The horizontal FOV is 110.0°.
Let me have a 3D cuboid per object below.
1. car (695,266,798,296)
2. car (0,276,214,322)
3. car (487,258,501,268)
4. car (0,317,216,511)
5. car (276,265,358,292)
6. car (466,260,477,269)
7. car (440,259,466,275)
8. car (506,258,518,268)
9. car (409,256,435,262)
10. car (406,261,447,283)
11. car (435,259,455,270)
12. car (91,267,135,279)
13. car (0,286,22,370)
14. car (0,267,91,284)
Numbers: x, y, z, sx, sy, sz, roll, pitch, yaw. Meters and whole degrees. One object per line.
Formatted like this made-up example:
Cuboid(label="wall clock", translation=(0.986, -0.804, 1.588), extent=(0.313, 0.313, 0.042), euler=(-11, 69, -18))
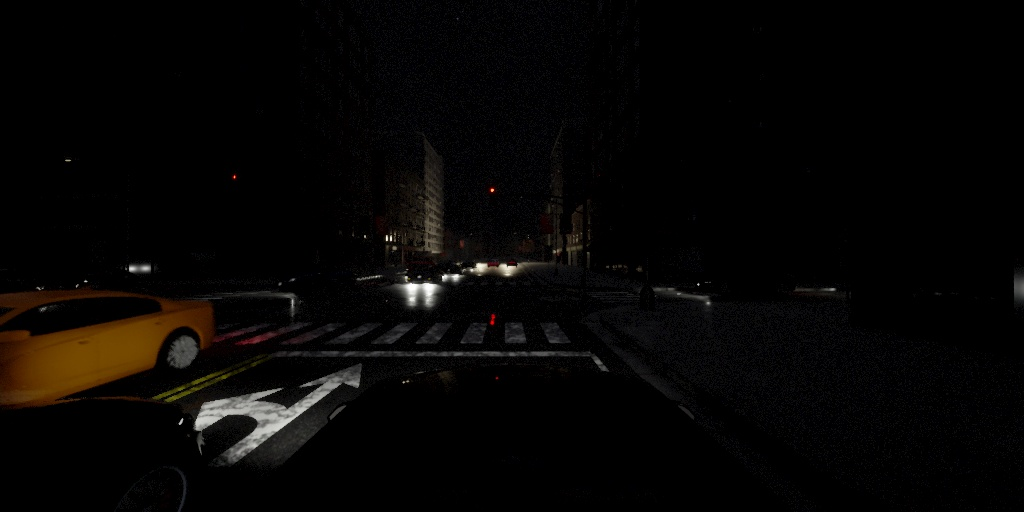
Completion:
Cuboid(label="car", translation=(12.452, 1.294, 19.242), extent=(4.892, 1.490, 1.837), euler=(0, 0, 2))
Cuboid(label="car", translation=(-6.598, 1.228, 4.737), extent=(1.882, 1.535, 5.008), euler=(0, 0, 0))
Cuboid(label="car", translation=(-3.268, 1.341, 62.641), extent=(1.895, 1.301, 4.718), euler=(0, 0, 0))
Cuboid(label="car", translation=(-3.244, 1.276, 0.782), extent=(1.812, 1.442, 4.674), euler=(0, 0, 0))
Cuboid(label="car", translation=(-11.756, 1.294, 21.944), extent=(1.812, 1.442, 4.674), euler=(1, 0, 28))
Cuboid(label="car", translation=(-6.595, 1.290, 55.741), extent=(2.033, 1.411, 5.357), euler=(0, 0, 1))
Cuboid(label="car", translation=(-6.611, 1.311, 39.505), extent=(1.994, 1.385, 4.181), euler=(0, 0, 0))
Cuboid(label="car", translation=(-0.018, 1.245, 62.195), extent=(1.837, 1.490, 4.892), euler=(0, 0, 0))
Cuboid(label="car", translation=(-9.864, 0.970, 39.457), extent=(2.150, 2.045, 5.566), euler=(0, 0, 0))
Cuboid(label="car", translation=(-6.607, 1.314, 27.540), extent=(1.994, 1.385, 4.181), euler=(0, 0, 0))
Cuboid(label="car", translation=(-9.856, 1.221, 53.181), extent=(1.882, 1.535, 5.008), euler=(0, 1, 1))
Cuboid(label="car", translation=(-25.380, 1.330, 21.622), extent=(4.313, 1.339, 1.948), euler=(0, 0, 0))
Cuboid(label="car", translation=(-9.849, 1.276, 4.201), extent=(1.812, 1.442, 4.674), euler=(0, 0, 0))
Cuboid(label="car", translation=(-22.901, 1.291, 16.125), extent=(5.357, 1.411, 2.033), euler=(0, 0, 0))
